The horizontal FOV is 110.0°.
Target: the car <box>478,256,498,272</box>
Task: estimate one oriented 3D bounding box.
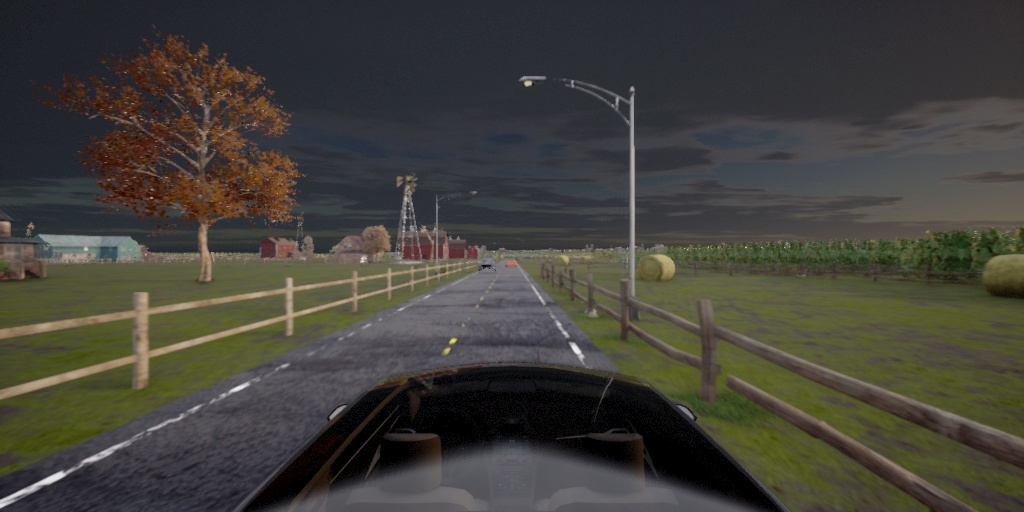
[{"bbox_3d":[-2.817,0.827,42.221,2.097,1.767,4.553,0,0,0],"label":"car"}]

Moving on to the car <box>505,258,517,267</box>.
[{"bbox_3d":[-0.107,1.120,64.783,2.097,1.767,4.553,0,0,0],"label":"car"}]
